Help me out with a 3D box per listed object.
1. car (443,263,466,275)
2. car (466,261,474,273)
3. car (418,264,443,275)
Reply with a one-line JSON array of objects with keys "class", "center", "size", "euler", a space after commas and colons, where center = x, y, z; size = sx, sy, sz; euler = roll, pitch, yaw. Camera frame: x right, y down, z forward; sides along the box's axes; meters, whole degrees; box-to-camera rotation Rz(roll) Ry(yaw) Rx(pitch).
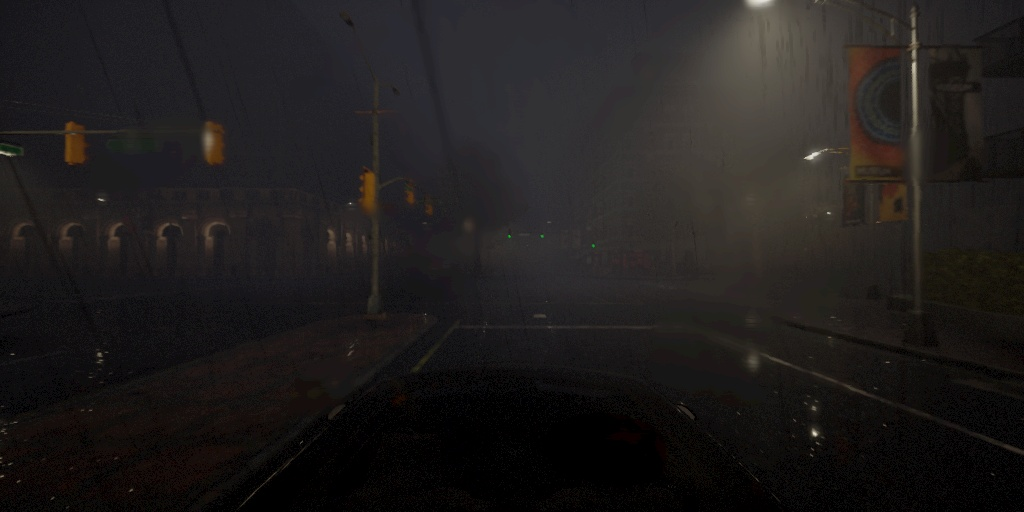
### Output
[{"class": "car", "center": [-8.077, 1.918, 50.946], "size": [1.812, 1.442, 4.674], "euler": [0, -1, 0]}, {"class": "car", "center": [-8.023, 2.035, 59.882], "size": [1.812, 1.442, 4.674], "euler": [0, -1, 1]}, {"class": "car", "center": [-11.567, 1.921, 51.170], "size": [1.812, 1.442, 4.674], "euler": [0, -1, 0]}]
